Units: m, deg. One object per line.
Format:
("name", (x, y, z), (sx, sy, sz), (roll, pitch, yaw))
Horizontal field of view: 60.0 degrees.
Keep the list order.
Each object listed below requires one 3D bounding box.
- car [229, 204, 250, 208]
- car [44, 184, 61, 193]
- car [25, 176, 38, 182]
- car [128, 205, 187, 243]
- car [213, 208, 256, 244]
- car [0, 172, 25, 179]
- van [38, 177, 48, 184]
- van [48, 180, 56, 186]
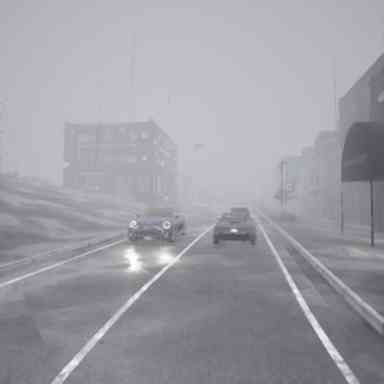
("car", (4.889, 1.949, 34.353), (1.882, 1.535, 5.008), (0, -1, 9))
("car", (-29.296, -0.750, 69.952), (2.163, 1.488, 4.792), (1, -4, -9))
("car", (-27.043, -1.793, 53.471), (2.002, 1.452, 4.674), (1, -3, -6))
("car", (-1.606, 1.477, 16.747), (2.097, 1.767, 4.553), (0, -1, 9))
("car", (2.155, 1.701, 16.650), (1.994, 1.385, 4.181), (0, -1, 8))
("car", (-26.500, -2.103, 47.964), (2.002, 1.452, 4.674), (1, -3, -5))
("van", (-27.681, -1.718, 59.112), (1.878, 1.987, 4.442), (1, -3, -6))
("van", (-28.445, -1.366, 64.587), (1.878, 1.987, 4.442), (1, -4, -8))
